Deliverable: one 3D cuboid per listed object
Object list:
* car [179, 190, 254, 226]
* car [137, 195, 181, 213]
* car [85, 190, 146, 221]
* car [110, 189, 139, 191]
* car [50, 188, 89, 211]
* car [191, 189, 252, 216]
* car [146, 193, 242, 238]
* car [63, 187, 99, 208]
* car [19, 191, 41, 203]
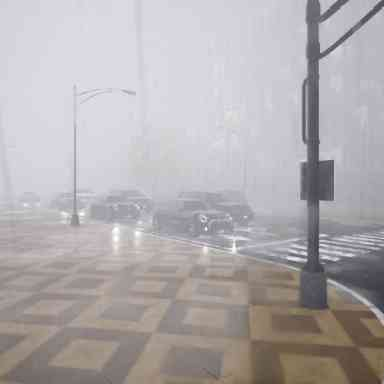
[{"bbox_3d":[1.141,0.951,20.205,2.150,2.045,5.566,0,1,-40],"label":"car"},{"bbox_3d":[-3.191,1.042,31.296,1.812,1.442,4.674,0,1,-38],"label":"car"},{"bbox_3d":[-5.464,0.965,23.355,2.097,1.767,4.553,0,1,-38],"label":"car"},{"bbox_3d":[-5.481,0.754,28.630,2.150,2.045,5.566,0,1,-38],"label":"car"},{"bbox_3d":[-11.816,0.777,31.428,2.097,1.767,4.553,0,1,-38],"label":"car"},{"bbox_3d":[2.440,0.827,29.427,2.150,2.045,5.566,0,1,-38],"label":"car"},{"bbox_3d":[-0.051,1.124,16.510,2.097,1.767,4.553,0,1,-38],"label":"car"},{"bbox_3d":[-12.649,0.539,37.759,2.150,2.045,5.566,0,1,-38],"label":"car"},{"bbox_3d":[-21.501,0.660,43.884,1.812,1.442,4.674,0,1,-38],"label":"car"}]
